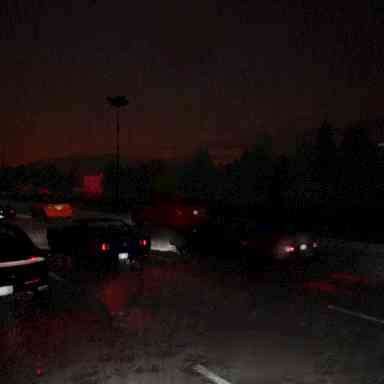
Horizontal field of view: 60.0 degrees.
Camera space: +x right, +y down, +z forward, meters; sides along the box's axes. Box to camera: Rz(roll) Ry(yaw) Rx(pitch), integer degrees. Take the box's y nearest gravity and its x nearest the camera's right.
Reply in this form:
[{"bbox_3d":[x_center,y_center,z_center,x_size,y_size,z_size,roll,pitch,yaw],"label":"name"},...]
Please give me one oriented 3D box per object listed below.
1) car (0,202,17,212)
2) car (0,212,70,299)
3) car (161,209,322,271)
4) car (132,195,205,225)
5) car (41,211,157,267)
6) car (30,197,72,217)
[{"bbox_3d":[-14.821,1.424,25.200,1.895,1.301,4.718,0,0,-40],"label":"car"},{"bbox_3d":[-4.727,1.436,7.480,2.128,1.511,4.902,0,0,-40],"label":"car"},{"bbox_3d":[1.444,1.533,11.000,2.033,1.411,5.357,0,0,-40],"label":"car"},{"bbox_3d":[-1.517,1.164,20.084,2.150,2.045,5.566,0,0,-40],"label":"car"},{"bbox_3d":[-3.390,1.547,11.360,1.895,1.301,4.718,0,0,-40],"label":"car"},{"bbox_3d":[-11.212,1.201,26.325,2.097,1.767,4.553,0,0,-40],"label":"car"}]
